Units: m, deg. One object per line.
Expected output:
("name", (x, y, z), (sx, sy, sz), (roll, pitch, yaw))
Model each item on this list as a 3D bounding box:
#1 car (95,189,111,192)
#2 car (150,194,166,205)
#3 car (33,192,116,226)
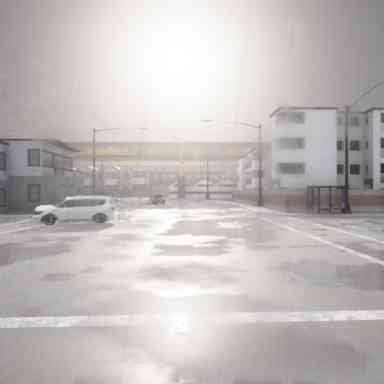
("car", (-18.477, 0.334, 69.568), (5.566, 2.045, 2.150), (0, 0, 41))
("car", (-4.909, 1.061, 47.755), (1.837, 1.490, 4.892), (2, 1, -14))
("car", (-8.217, 1.323, 23.641), (5.566, 2.045, 2.150), (0, 5, -22))
